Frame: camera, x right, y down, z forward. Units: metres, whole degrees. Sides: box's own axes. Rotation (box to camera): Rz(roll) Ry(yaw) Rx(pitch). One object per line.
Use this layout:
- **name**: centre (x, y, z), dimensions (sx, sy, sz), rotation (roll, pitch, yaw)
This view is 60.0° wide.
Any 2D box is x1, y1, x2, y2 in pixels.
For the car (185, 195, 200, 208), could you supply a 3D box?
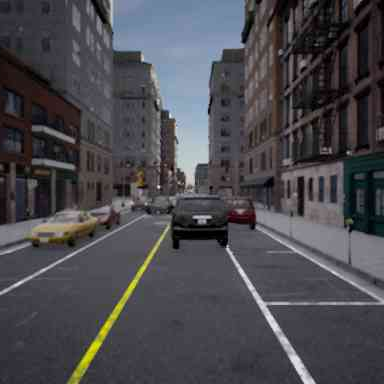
- **car**: centre (0.009, 1.216, 44.630), dimensions (1.882, 1.535, 5.008), rotation (0, 0, 0)

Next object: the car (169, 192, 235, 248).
- **car**: centre (0.218, 1.126, 14.448), dimensions (2.150, 2.045, 5.566), rotation (0, 0, -3)

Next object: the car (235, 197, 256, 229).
- **car**: centre (2.596, 1.185, 20.219), dimensions (2.192, 1.841, 5.009), rotation (0, 0, 0)

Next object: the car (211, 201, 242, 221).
- **car**: centre (2.587, 1.404, 25.674), dimensions (1.947, 1.339, 4.313), rotation (0, 0, 0)

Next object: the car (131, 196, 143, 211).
- **car**: centre (-5.460, 1.218, 36.568), dimensions (1.967, 1.590, 4.097), rotation (0, 0, 0)

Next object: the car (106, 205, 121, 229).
- **car**: centre (-5.427, 1.451, 20.209), dimensions (1.802, 1.307, 4.206), rotation (0, 0, 0)

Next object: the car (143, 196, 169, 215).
- **car**: centre (-2.904, 1.161, 30.774), dimensions (2.097, 1.767, 4.553), rotation (0, 0, 0)

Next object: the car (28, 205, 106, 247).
- **car**: centre (-5.416, 1.429, 14.585), dimensions (1.752, 1.417, 4.829), rotation (0, 0, 0)

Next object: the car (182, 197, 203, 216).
- **car**: centre (0.035, 1.310, 31.570), dimensions (1.837, 1.490, 4.892), rotation (0, 0, 0)
